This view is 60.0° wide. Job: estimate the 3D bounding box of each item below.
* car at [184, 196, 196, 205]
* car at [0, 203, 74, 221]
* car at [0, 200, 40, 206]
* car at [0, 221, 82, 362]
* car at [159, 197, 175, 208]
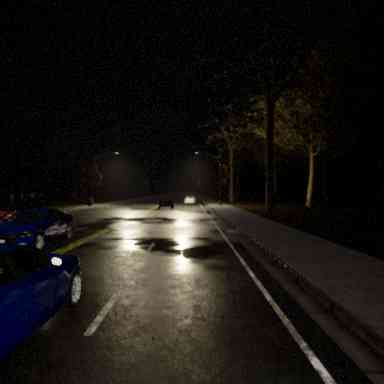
[{"bbox_3d":[-0.301,1.386,55.044,1.812,1.442,4.674,0,0,-1],"label":"car"},{"bbox_3d":[-6.624,1.436,14.078,1.882,1.535,5.008,0,0,0],"label":"car"},{"bbox_3d":[-9.887,1.297,18.665,2.097,1.767,4.553,0,0,0],"label":"car"},{"bbox_3d":[-3.155,1.463,4.802,1.882,1.535,5.008,0,0,0],"label":"car"},{"bbox_3d":[-3.351,1.361,44.478,1.882,1.535,5.008,0,0,0],"label":"car"}]
